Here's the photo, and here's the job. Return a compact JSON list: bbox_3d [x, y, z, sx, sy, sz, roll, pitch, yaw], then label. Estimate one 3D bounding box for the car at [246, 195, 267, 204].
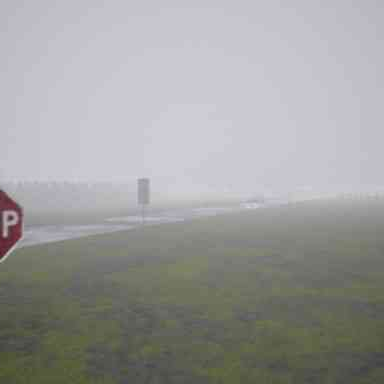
[{"bbox_3d":[10.521,1.130,53.723,2.033,1.411,5.357,-1,0,30],"label":"car"}]
